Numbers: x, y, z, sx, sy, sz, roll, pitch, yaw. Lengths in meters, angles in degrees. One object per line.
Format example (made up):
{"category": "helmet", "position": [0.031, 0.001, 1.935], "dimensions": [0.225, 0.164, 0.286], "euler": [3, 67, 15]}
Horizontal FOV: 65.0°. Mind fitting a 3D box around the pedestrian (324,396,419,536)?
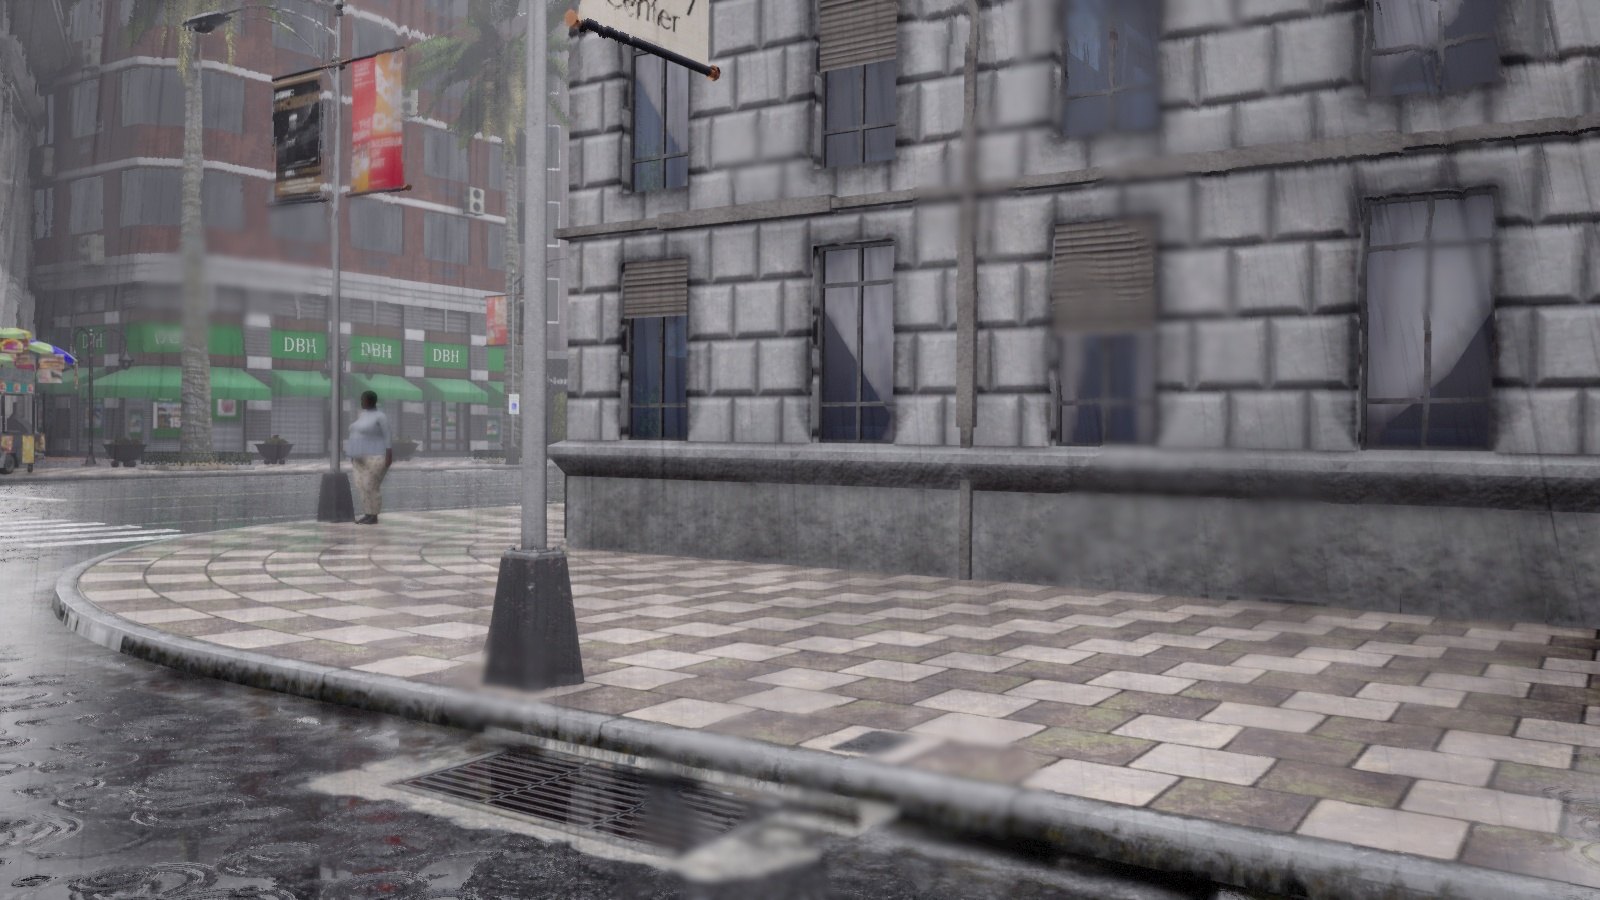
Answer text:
{"category": "pedestrian", "position": [-5.903, 0.205, 17.316], "dimensions": [0.874, 1.855, 0.900], "euler": [0, 1, 42]}
